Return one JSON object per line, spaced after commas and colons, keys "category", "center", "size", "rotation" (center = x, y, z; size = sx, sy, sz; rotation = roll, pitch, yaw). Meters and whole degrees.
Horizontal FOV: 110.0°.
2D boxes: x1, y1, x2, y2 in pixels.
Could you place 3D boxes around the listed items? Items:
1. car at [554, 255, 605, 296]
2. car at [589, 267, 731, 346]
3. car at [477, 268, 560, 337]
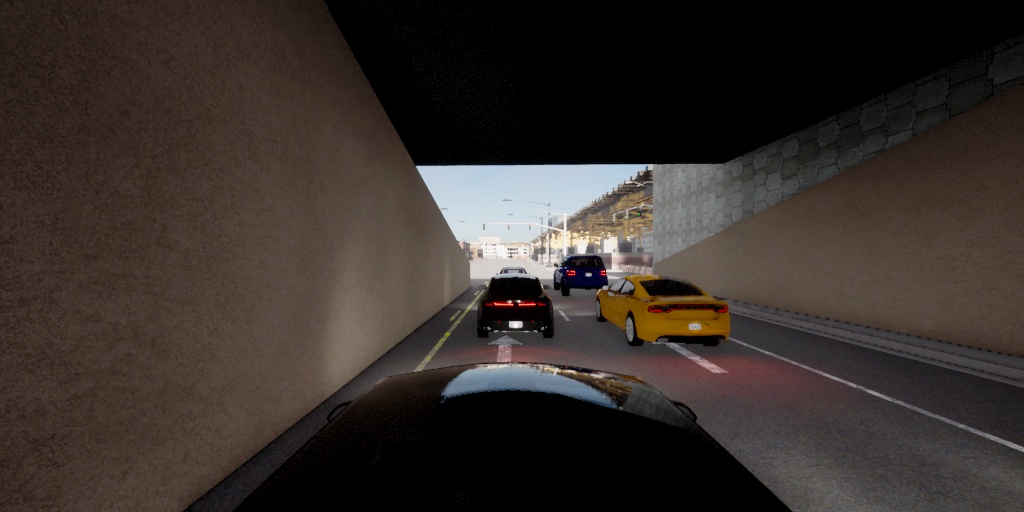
{"category": "car", "center": [3.578, 0.971, 19.448], "size": [2.150, 2.045, 5.566], "rotation": [0, 0, 0]}
{"category": "car", "center": [3.578, 1.228, 9.478], "size": [1.882, 1.535, 5.008], "rotation": [0, 0, 0]}
{"category": "car", "center": [0.081, 1.255, 10.279], "size": [1.837, 1.490, 4.892], "rotation": [0, 0, 0]}
